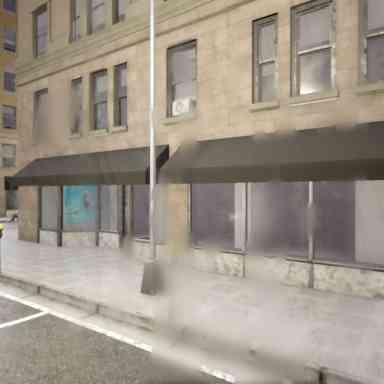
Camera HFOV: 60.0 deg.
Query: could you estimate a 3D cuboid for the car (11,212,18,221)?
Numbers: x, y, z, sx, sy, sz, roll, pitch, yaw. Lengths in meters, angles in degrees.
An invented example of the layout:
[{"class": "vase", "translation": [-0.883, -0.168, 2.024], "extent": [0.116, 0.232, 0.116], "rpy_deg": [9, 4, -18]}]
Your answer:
[{"class": "car", "translation": [-11.120, 1.632, 26.094], "extent": [2.033, 1.411, 5.357], "rpy_deg": [0, 0, 36]}]
